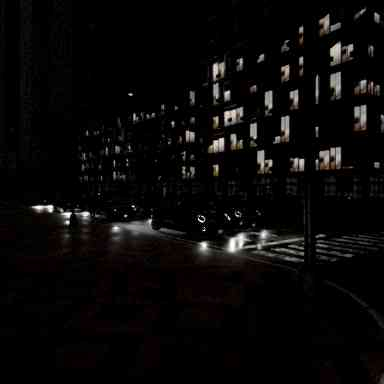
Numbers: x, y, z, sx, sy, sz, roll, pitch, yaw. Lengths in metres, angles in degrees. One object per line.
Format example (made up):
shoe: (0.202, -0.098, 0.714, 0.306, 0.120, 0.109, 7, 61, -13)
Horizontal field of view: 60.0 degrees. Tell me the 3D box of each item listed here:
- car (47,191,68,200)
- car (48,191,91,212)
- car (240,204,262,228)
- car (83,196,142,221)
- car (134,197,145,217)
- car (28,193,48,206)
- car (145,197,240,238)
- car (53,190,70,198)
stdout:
car: (-22.620, 0.543, 55.857, 1.895, 1.301, 4.718, 0, 1, -38)
car: (-11.431, 0.945, 30.783, 1.837, 1.490, 4.892, 0, 1, -38)
car: (1.857, 1.106, 19.185, 2.097, 1.767, 4.553, 0, 1, -38)
car: (-5.706, 1.210, 23.514, 1.895, 1.301, 4.718, 0, 1, -38)
car: (-4.019, 1.128, 26.620, 2.033, 1.411, 5.357, 0, 1, -38)
car: (-17.630, 0.819, 38.721, 1.994, 1.385, 4.181, 0, 1, -37)
car: (-0.130, 1.126, 16.455, 2.097, 1.767, 4.553, 0, 1, -38)
car: (-25.594, 0.300, 64.905, 1.812, 1.442, 4.674, 0, 1, -38)
